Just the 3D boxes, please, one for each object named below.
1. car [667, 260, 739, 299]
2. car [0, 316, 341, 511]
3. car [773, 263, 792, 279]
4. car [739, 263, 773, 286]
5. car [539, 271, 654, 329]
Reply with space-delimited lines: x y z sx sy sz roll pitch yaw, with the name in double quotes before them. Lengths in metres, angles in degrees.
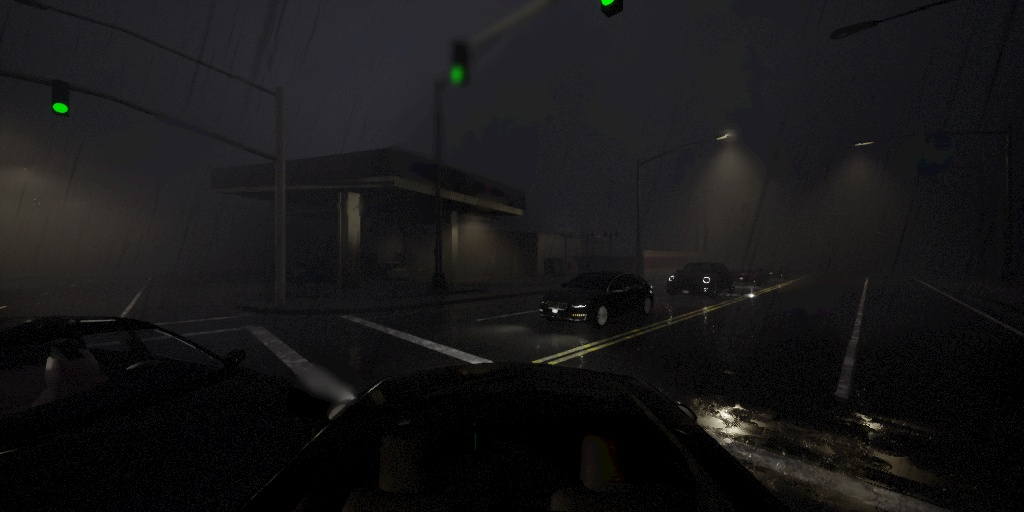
"car" 9.722 1.102 18.382 4.553 1.767 2.097 0 0 -45
"car" -3.420 1.242 2.520 4.902 1.511 2.128 0 0 15
"car" 23.784 1.314 32.344 4.181 1.385 1.994 0 0 -45
"car" 16.650 1.314 25.292 1.994 1.385 4.181 0 0 44
"car" 2.883 1.255 11.538 1.837 1.490 4.892 0 0 45
